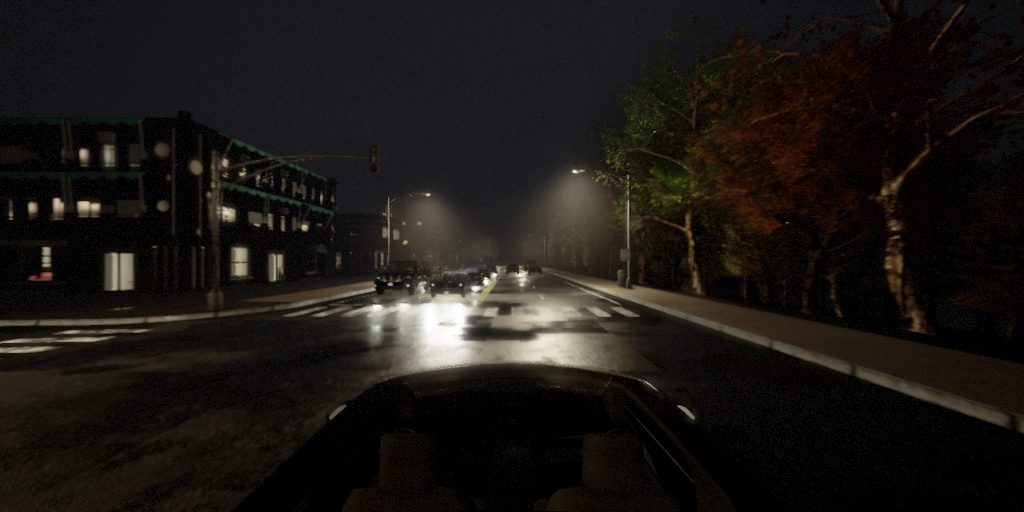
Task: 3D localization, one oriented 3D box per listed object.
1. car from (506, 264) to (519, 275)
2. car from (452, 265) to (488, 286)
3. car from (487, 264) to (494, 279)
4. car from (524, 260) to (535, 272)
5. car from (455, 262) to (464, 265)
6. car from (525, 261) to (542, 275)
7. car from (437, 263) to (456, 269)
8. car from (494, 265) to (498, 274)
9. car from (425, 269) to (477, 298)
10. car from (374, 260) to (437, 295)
[{"bbox_3d":[0.096,1.910,52.398,1.837,1.490,4.892,0,-1,0],"label":"car"},{"bbox_3d":[-3.349,1.672,29.409,1.994,1.385,4.181,0,-1,0],"label":"car"},{"bbox_3d":[-3.342,1.801,39.427,1.994,1.385,4.181,0,-1,0],"label":"car"},{"bbox_3d":[3.250,1.757,62.575,2.150,2.045,5.566,0,-1,0],"label":"car"},{"bbox_3d":[-6.589,1.631,42.636,2.097,1.767,4.553,0,-1,0],"label":"car"},{"bbox_3d":[3.347,1.881,52.264,1.882,1.535,5.008,0,-1,0],"label":"car"},{"bbox_3d":[-6.601,1.652,32.458,1.837,1.490,4.892,0,-1,0],"label":"car"},{"bbox_3d":[-3.269,1.958,54.562,1.812,1.442,4.674,0,-1,0],"label":"car"},{"bbox_3d":[-3.353,1.595,20.588,1.895,1.301,4.718,0,-1,0],"label":"car"},{"bbox_3d":[-6.578,1.239,22.403,2.150,2.045,5.566,0,-1,2],"label":"car"}]
